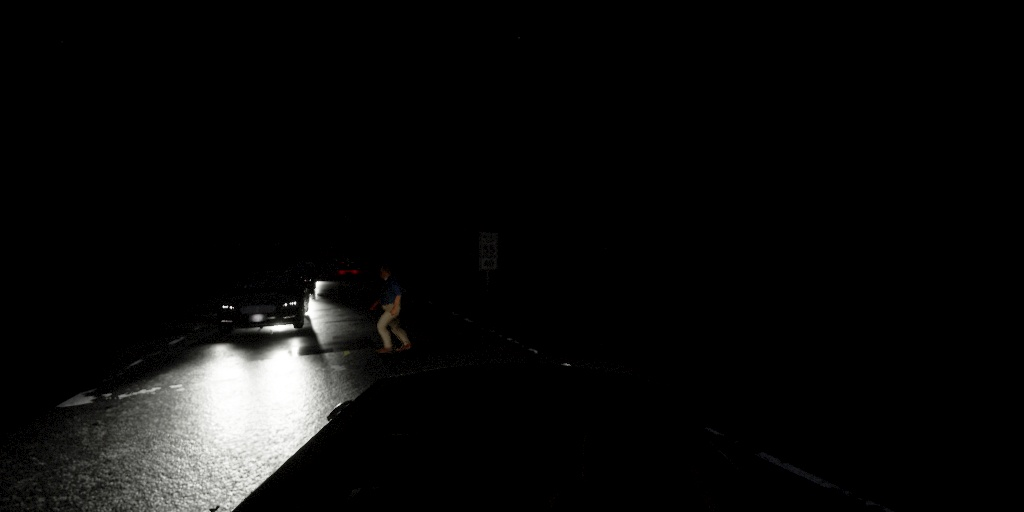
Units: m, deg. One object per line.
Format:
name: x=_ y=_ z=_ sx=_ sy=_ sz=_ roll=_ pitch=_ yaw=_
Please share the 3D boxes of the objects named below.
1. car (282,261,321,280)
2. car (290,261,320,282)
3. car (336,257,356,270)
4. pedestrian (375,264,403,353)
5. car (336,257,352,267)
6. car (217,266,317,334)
car: x=-11.594 y=1.178 z=19.257 sx=2.128 sy=1.511 sz=4.902 roll=0 pitch=0 yaw=-27
car: x=-16.309 y=1.133 z=28.395 sx=1.812 sy=1.442 sz=4.674 roll=0 pitch=0 yaw=-27
car: x=-20.442 y=0.930 z=44.451 sx=1.882 sy=1.535 sz=5.008 roll=0 pitch=1 yaw=-28
pedestrian: x=-2.489 y=1.042 z=7.247 sx=0.375 sy=1.860 sz=0.375 roll=-1 pitch=1 yaw=-27
car: x=-25.162 y=0.873 z=53.598 sx=2.033 sy=1.411 sz=5.357 roll=0 pitch=1 yaw=-27
car: x=-7.241 y=1.223 z=10.814 sx=2.128 sy=1.511 sz=4.902 roll=0 pitch=0 yaw=-27
